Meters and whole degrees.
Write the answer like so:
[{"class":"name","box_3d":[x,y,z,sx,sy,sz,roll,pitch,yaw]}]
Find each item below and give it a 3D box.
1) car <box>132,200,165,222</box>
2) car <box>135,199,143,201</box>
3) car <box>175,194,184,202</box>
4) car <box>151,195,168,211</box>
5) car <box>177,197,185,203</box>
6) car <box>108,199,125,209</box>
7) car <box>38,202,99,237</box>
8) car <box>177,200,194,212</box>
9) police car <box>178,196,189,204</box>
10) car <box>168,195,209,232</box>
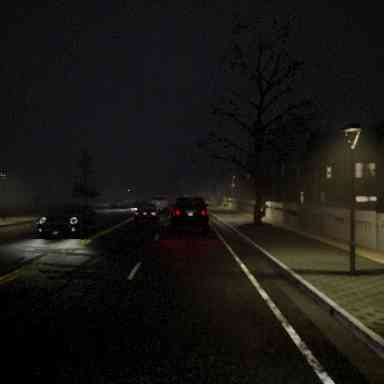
[{"class":"car","box_3d":[-3.585,1.675,27.374,2.033,1.411,5.357,0,0,-2]},{"class":"car","box_3d":[-8.014,1.822,51.070,1.994,1.385,4.181,0,0,-3]},{"class":"car","box_3d":[-3.308,1.690,88.606,2.150,2.045,5.566,0,0,-6]},{"class":"car","box_3d":[-4.223,1.436,43.761,2.150,2.045,5.566,0,0,-3]},{"class":"car","box_3d":[-2.742,1.954,82.563,1.812,1.442,4.674,0,0,-5]},{"class":"car","box_3d":[-11.214,1.784,50.054,1.812,1.442,4.674,0,0,-3]},{"class":"car","box_3d":[-6.753,1.441,18.609,2.097,1.767,4.553,0,0,-1]},{"class":"car","box_3d":[-0.878,1.762,41.928,1.994,1.385,4.181,0,0,-3]},{"class":"police car","box_3d":[-1.900,1.794,72.642,1.930,1.638,5.238,0,0,-5]},{"class":"car","box_3d":[-0.144,1.314,20.747,2.150,2.045,5.566,0,0,-1]}]
